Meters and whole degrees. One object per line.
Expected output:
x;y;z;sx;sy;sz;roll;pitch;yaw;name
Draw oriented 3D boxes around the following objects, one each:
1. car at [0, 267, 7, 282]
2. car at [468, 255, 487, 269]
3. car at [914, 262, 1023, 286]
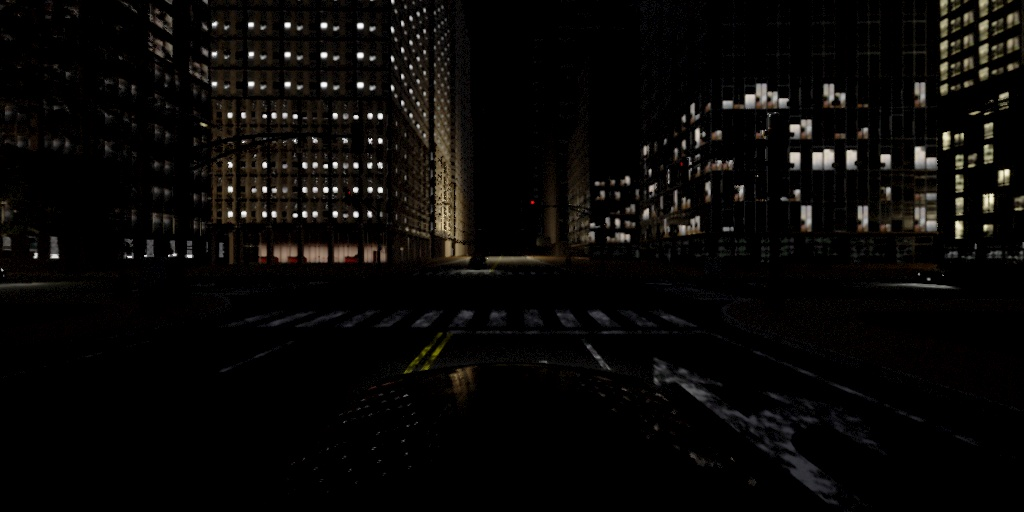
-32.847;0.755;20.973;4.553;1.767;2.097;0;0;2;car
-3.795;0.661;40.005;1.882;1.535;5.008;0;1;-1;car
28.445;1.060;22.121;5.357;1.411;2.033;0;0;2;car
